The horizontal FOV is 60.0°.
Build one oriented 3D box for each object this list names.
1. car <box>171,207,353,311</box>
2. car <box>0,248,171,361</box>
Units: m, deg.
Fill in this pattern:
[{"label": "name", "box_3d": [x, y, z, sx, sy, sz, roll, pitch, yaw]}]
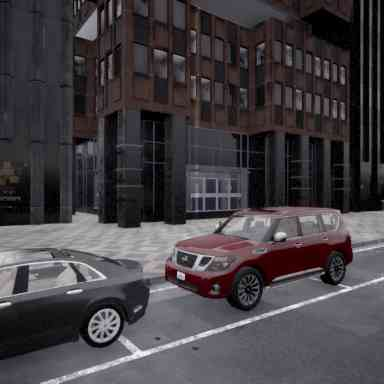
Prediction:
[{"label": "car", "box_3d": [1.831, 1.315, 7.951, 5.009, 1.841, 2.192, 0, 0, -35]}, {"label": "car", "box_3d": [-2.737, 1.551, 4.695, 4.403, 1.369, 2.008, 0, 0, -35]}]
